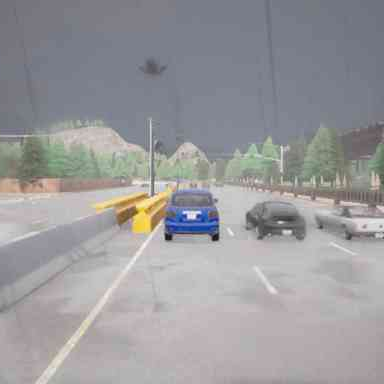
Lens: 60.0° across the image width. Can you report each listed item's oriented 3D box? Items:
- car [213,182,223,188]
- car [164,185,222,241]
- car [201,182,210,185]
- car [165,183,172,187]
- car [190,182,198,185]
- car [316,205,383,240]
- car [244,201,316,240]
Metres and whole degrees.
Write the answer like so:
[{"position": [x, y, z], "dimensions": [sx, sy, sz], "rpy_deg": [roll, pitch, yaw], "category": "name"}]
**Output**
[{"position": [7.430, -1.886, 91.051], "dimensions": [1.812, 1.442, 4.674], "rpy_deg": [0, 2, 0], "category": "car"}, {"position": [0.007, 0.876, 14.633], "dimensions": [2.150, 2.045, 5.566], "rpy_deg": [0, 2, 0], "category": "car"}, {"position": [3.928, -1.873, 90.654], "dimensions": [2.033, 1.411, 5.357], "rpy_deg": [0, 2, 0], "category": "car"}, {"position": [-6.548, -1.935, 95.106], "dimensions": [2.033, 1.411, 5.357], "rpy_deg": [0, 2, 0], "category": "car"}, {"position": [0.430, -2.055, 91.053], "dimensions": [2.097, 1.767, 4.553], "rpy_deg": [0, 2, 0], "category": "car"}, {"position": [7.007, 1.236, 14.609], "dimensions": [1.895, 1.301, 4.718], "rpy_deg": [0, 2, 0], "category": "car"}, {"position": [3.507, 1.137, 14.594], "dimensions": [1.837, 1.490, 4.892], "rpy_deg": [0, 2, 0], "category": "car"}]
